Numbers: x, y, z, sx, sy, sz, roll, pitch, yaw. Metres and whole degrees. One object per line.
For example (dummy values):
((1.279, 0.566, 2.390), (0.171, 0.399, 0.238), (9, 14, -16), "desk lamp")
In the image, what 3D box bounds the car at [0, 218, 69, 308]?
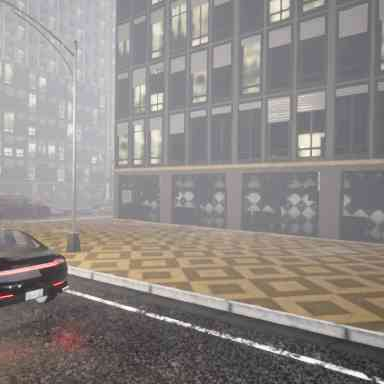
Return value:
((-4.595, 1.488, 6.934), (4.902, 1.511, 2.128), (0, 0, 35), "car")

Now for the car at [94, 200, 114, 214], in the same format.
((-8.796, 1.828, 39.704), (1.752, 1.417, 4.829), (1, 0, 36), "car")

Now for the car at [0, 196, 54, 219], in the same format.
((-15.577, 1.518, 30.480), (2.192, 1.841, 5.009), (1, 0, 36), "car")

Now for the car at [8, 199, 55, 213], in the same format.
((-19.091, 1.641, 39.849), (1.752, 1.417, 4.829), (1, 0, 36), "car")
